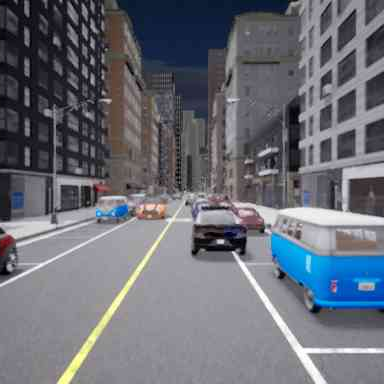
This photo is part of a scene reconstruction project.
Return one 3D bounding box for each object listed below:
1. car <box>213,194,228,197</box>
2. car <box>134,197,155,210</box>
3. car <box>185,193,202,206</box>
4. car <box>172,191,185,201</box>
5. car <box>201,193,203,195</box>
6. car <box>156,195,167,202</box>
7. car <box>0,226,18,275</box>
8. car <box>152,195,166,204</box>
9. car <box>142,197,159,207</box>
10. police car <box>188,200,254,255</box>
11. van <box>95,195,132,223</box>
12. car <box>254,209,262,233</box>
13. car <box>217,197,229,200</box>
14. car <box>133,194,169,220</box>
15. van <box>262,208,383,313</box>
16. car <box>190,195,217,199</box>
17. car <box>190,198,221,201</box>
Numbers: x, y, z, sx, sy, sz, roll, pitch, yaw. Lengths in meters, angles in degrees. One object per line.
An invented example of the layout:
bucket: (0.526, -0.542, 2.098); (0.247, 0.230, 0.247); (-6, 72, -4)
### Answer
car: (2.864, 1.115, 34.792); (2.192, 1.841, 5.009); (0, 0, 0)
car: (-5.660, 1.335, 40.297); (1.947, 1.339, 4.313); (0, 0, 0)
car: (0.020, 1.286, 49.040); (1.994, 1.385, 4.181); (0, 0, 0)
car: (-2.983, 1.068, 68.204); (1.882, 1.535, 5.008); (0, 0, 0)
car: (2.869, 1.230, 56.799); (2.008, 1.369, 4.403); (0, 0, 0)
car: (-5.655, 1.233, 62.302); (1.802, 1.307, 4.206); (0, 0, 0)
car: (-5.668, 1.397, 7.289); (1.967, 1.590, 4.097); (0, 0, 0)
car: (-5.656, 1.246, 56.801); (1.947, 1.339, 4.313); (0, 0, 0)
car: (-5.658, 1.321, 45.798); (1.802, 1.307, 4.206); (0, 0, 0)
police car: (0.903, 1.349, 13.074); (1.930, 1.638, 5.238); (0, 0, 0)
van: (-5.664, 1.203, 23.793); (1.690, 1.788, 3.998); (0, 0, 0)
car: (2.860, 1.475, 18.290); (1.802, 1.307, 4.206); (0, 0, 0)
car: (2.863, 1.412, 29.292); (1.802, 1.307, 4.206); (0, 0, 0)
car: (-3.090, 1.199, 26.523); (2.097, 1.767, 4.553); (0, 0, 0)
van: (2.857, 1.298, 7.286); (1.690, 1.788, 3.998); (0, 0, 0)
car: (0.907, 1.287, 29.155); (1.801, 1.575, 5.366); (0, 0, 0)
car: (0.906, 1.393, 22.965); (1.812, 1.442, 4.674); (0, 0, 0)
